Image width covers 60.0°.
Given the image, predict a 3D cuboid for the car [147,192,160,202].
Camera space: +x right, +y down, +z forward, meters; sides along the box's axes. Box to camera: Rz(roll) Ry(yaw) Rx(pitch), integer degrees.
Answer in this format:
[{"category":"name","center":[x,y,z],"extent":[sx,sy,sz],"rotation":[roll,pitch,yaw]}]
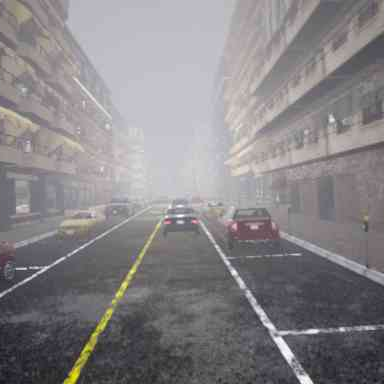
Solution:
[{"category":"car","center":[-7.905,0.995,68.553],"extent":[2.192,1.841,5.009],"rotation":[-2,1,-2]}]

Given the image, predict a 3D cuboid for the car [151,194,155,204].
[{"category":"car","center":[-7.259,1.396,51.921],"extent":[1.802,1.307,4.206],"rotation":[-2,1,-2]}]

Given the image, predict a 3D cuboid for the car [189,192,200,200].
[{"category":"car","center":[0.603,0.913,52.240],"extent":[1.967,1.590,4.097],"rotation":[-2,1,-2]}]

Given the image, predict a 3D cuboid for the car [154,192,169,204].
[{"category":"car","center":[-4.818,1.228,54.882],"extent":[2.033,1.411,5.357],"rotation":[-2,1,-2]}]

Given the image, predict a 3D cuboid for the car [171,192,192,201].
[{"category":"car","center":[-1.354,1.167,38.457],"extent":[1.882,1.535,5.008],"rotation":[-2,1,-2]}]

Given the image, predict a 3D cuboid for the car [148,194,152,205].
[{"category":"car","center":[-7.047,1.424,46.376],"extent":[1.947,1.339,4.313],"rotation":[-2,1,-2]}]

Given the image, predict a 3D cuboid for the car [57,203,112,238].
[{"category":"car","center":[-5.978,1.605,18.482],"extent":[1.752,1.417,4.829],"rotation":[-2,1,-2]}]

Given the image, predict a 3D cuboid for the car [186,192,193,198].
[{"category":"car","center":[-0.669,0.786,85.510],"extent":[1.802,1.307,4.206],"rotation":[-2,1,-2]}]

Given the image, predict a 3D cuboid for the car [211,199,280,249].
[{"category":"car","center":[2.092,1.221,13.426],"extent":[1.967,1.590,4.097],"rotation":[-2,1,-2]}]

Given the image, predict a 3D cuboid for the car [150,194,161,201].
[{"category":"car","center":[-8.111,1.201,74.100],"extent":[1.947,1.339,4.313],"rotation":[-2,1,-2]}]

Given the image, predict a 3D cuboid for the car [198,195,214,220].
[{"category":"car","center":[1.662,1.217,24.687],"extent":[1.752,1.417,4.829],"rotation":[-2,1,-2]}]

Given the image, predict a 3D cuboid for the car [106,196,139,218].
[{"category":"car","center":[-6.417,1.305,29.740],"extent":[2.192,1.841,5.009],"rotation":[-2,1,-2]}]

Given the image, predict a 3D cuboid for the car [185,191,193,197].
[{"category":"car","center":[-0.886,0.599,91.054],"extent":[1.967,1.590,4.097],"rotation":[-2,1,-2]}]

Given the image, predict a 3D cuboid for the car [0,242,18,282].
[{"category":"car","center":[-5.558,1.747,7.563],"extent":[1.802,1.307,4.206],"rotation":[-2,1,-2]}]

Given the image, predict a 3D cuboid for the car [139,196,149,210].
[{"category":"car","center":[-6.835,1.453,40.832],"extent":[2.008,1.369,4.403],"rotation":[-2,1,-2]}]

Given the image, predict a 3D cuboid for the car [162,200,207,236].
[{"category":"car","center":[-0.578,1.403,17.647],"extent":[2.033,1.411,5.357],"rotation":[-2,1,-2]}]

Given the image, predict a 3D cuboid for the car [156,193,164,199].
[{"category":"car","center":[-8.753,1.082,90.734],"extent":[1.802,1.307,4.206],"rotation":[-2,1,-2]}]
